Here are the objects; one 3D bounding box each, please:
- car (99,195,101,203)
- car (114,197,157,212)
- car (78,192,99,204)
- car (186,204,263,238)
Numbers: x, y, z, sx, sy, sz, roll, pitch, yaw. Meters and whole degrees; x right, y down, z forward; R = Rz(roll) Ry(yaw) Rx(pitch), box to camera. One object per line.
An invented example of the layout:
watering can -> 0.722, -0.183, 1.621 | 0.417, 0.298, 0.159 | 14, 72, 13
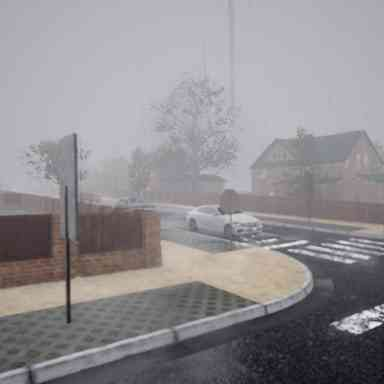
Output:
car -> -13.637, 0.671, 44.222 | 1.882, 1.535, 5.008 | -1, 2, -34
car -> -4.437, 1.133, 25.679 | 2.128, 1.511, 4.902 | -1, 2, -34
car -> -12.690, 0.843, 37.754 | 2.128, 1.511, 4.902 | -1, 2, -34
car -> 1.501, 1.378, 17.079 | 1.812, 1.442, 4.674 | -1, 2, -36
